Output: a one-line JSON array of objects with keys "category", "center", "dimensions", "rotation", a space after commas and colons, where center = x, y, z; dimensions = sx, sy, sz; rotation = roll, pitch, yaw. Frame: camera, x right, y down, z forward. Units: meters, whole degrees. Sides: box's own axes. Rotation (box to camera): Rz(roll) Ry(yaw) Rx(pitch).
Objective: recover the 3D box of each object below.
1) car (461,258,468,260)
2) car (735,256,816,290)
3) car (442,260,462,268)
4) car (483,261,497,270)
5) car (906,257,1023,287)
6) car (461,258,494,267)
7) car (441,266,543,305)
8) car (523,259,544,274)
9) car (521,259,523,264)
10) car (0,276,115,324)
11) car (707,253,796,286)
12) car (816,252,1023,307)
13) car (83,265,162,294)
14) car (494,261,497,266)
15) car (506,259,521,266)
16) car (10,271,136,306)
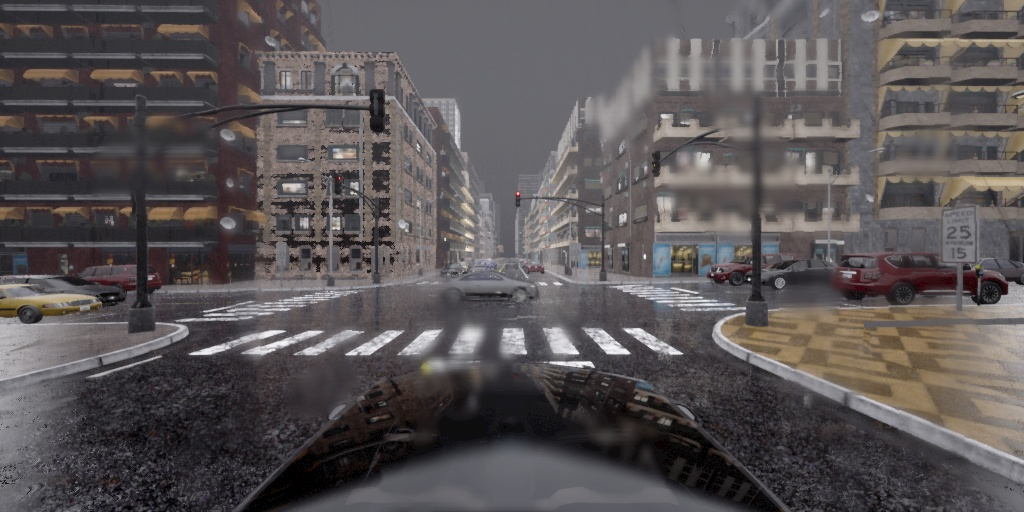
[{"category": "car", "center": [-5.777, 1.284, 40.651], "dimensions": [1.751, 1.417, 4.829], "rotation": [0, 0, 0]}, {"category": "car", "center": [14.933, 0.947, 18.933], "dimensions": [4.892, 1.490, 1.837], "rotation": [-1, 0, -1]}, {"category": "car", "center": [-5.765, 1.322, 35.139], "dimensions": [1.948, 1.339, 4.313], "rotation": [0, 0, 0]}, {"category": "car", "center": [-3.207, 1.365, 53.434], "dimensions": [1.895, 1.301, 4.718], "rotation": [0, 0, 0]}, {"category": "car", "center": [24.723, 0.807, 19.044], "dimensions": [5.357, 1.411, 2.033], "rotation": [-1, 0, -1]}, {"category": "car", "center": [-3.172, 1.247, 34.014], "dimensions": [2.128, 1.511, 4.902], "rotation": [0, 0, 0]}, {"category": "car", "center": [-0.952, 1.308, 15.559], "dimensions": [4.181, 1.385, 1.994], "rotation": [-1, 0, -1]}, {"category": "car", "center": [2.603, 1.198, 40.842], "dimensions": [1.967, 1.591, 4.097], "rotation": [0, 0, 0]}, {"category": "car", "center": [2.590, 1.200, 46.524], "dimensions": [1.967, 1.591, 4.097], "rotation": [0, 0, 0]}, {"category": "car", "center": [-17.654, 1.585, 12.786], "dimensions": [4.829, 1.417, 1.751], "rotation": [0, 0, -1]}, {"category": "car", "center": [14.531, 0.759, 21.520], "dimensions": [5.009, 1.841, 2.192], "rotation": [0, 0, -1]}, {"category": "car", "center": [14.685, 0.775, 13.141], "dimensions": [5.009, 1.841, 2.192], "rotation": [0, 0, -1]}, {"category": "car", "center": [-23.642, 1.462, 21.069], "dimensions": [5.009, 1.841, 2.192], "rotation": [0, 0, -1]}, {"category": "car", "center": [-3.192, 1.237, 43.437], "dimensions": [1.882, 1.535, 5.008], "rotation": [0, 0, 0]}, {"category": "car", "center": [-0.024, 1.258, 57.349], "dimensions": [2.128, 1.511, 4.902], "rotation": [0, 0, 0]}, {"category": "car", "center": [-19.603, 1.591, 15.355], "dimensions": [4.892, 1.490, 1.837], "rotation": [-1, 0, -1]}]
